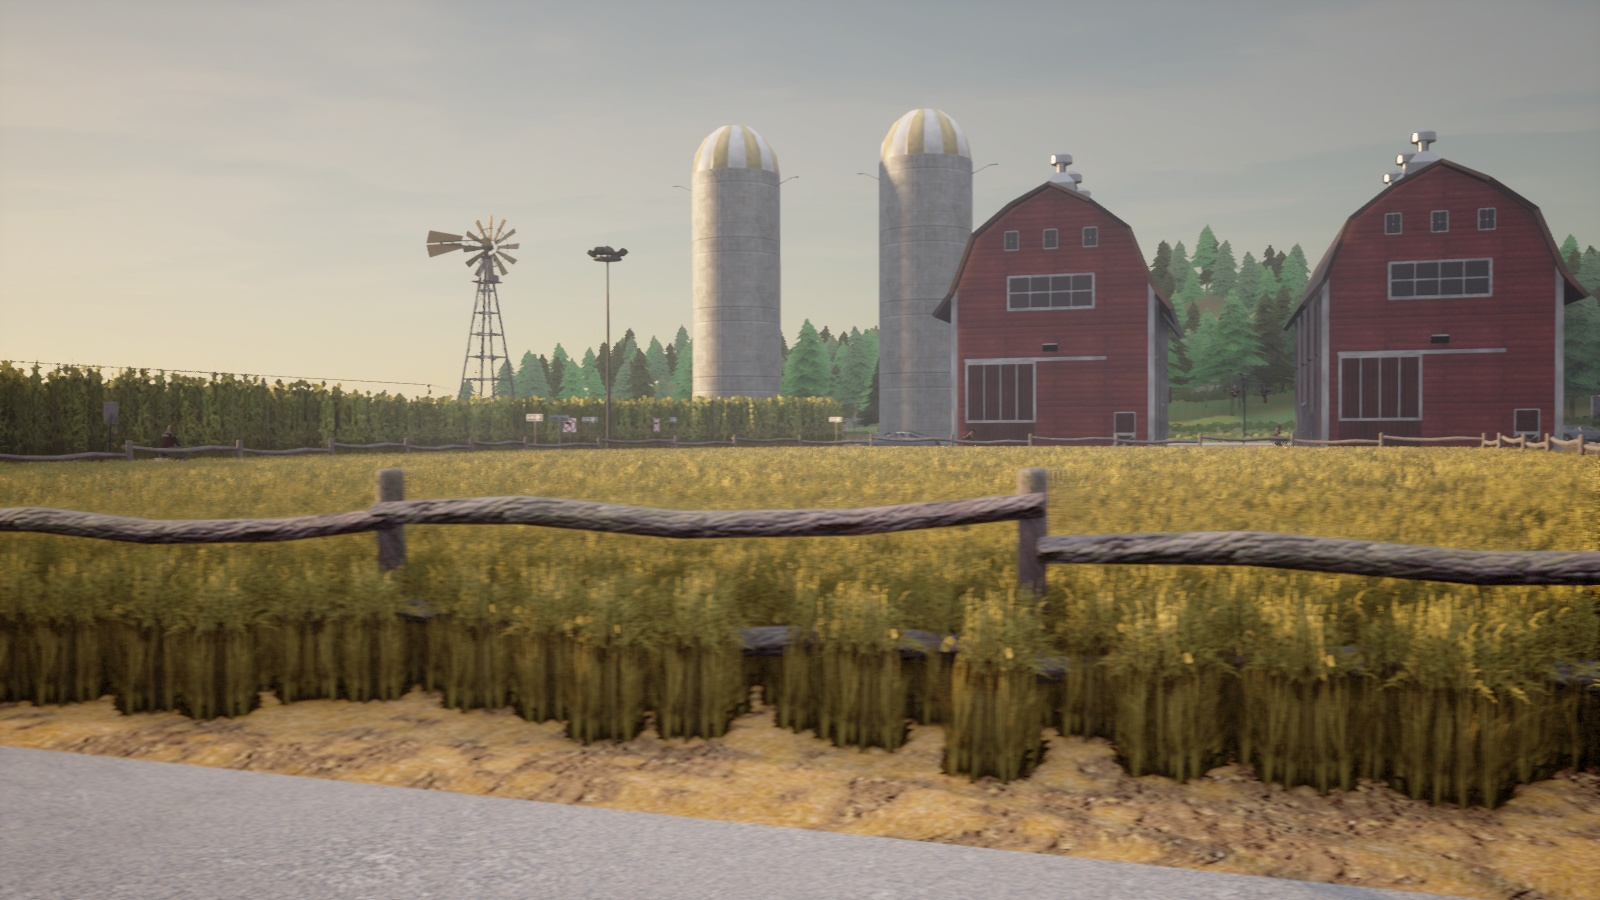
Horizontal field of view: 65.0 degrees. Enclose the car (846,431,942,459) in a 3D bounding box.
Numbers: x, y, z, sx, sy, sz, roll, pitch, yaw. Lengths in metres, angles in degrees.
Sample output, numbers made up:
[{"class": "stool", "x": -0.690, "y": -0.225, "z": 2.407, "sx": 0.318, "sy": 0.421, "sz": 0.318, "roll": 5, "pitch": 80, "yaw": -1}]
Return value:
[{"class": "car", "x": 5.159, "y": -0.294, "z": 68.734, "sx": 4.902, "sy": 1.511, "sz": 2.128, "roll": 0, "pitch": 1, "yaw": 16}]
